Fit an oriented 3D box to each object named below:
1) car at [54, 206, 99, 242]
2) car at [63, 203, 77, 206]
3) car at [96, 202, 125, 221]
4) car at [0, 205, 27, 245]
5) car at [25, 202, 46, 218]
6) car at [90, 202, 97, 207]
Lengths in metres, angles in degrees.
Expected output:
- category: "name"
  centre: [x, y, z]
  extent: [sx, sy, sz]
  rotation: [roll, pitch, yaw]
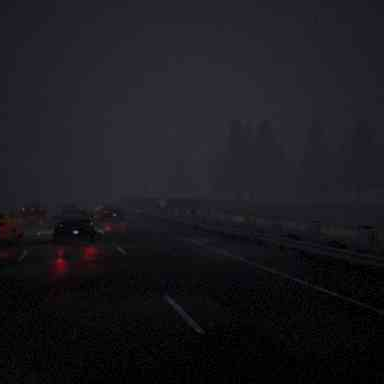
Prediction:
- category: "car"
  centre: [-6.087, 1.647, 17.185]
  extent: [1.812, 1.442, 4.674]
  rotation: [0, -1, -21]
- category: "car"
  centre: [-13.402, 1.943, 36.545]
  extent: [2.128, 1.511, 4.902]
  rotation: [0, -1, -21]
- category: "car"
  centre: [-7.454, 1.847, 30.701]
  extent: [1.812, 1.442, 4.674]
  rotation: [0, -1, -21]
- category: "car"
  centre: [-9.345, 1.601, 15.906]
  extent: [1.882, 1.535, 5.008]
  rotation: [0, -1, -21]
- category: "car"
  centre: [-16.377, 1.793, 34.518]
  extent: [2.097, 1.767, 4.553]
  rotation: [0, -1, -21]
- category: "car"
  centre: [-11.935, 2.016, 42.561]
  extent: [1.882, 1.535, 5.008]
  rotation: [0, -1, -21]
